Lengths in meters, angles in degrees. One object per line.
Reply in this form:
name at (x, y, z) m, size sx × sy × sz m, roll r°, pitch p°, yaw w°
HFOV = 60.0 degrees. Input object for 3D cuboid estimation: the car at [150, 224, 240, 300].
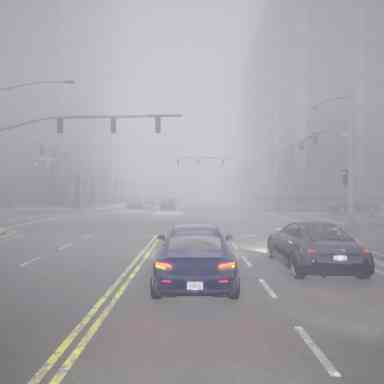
car at (0.078, 1.526, 8.293) m, size 1.812 × 1.442 × 4.674 m, roll 0°, pitch 0°, yaw 1°

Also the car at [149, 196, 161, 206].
car at (-6.956, 1.546, 56.773) m, size 2.033 × 1.411 × 5.357 m, roll 0°, pitch 0°, yaw 0°

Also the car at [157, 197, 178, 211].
car at (-3.083, 1.600, 41.352) m, size 1.895 × 1.301 × 4.718 m, roll 0°, pitch 0°, yaw -5°

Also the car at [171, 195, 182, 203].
car at (-3.339, 1.524, 71.018) m, size 2.128 × 1.511 × 4.902 m, roll 0°, pitch 0°, yaw 0°

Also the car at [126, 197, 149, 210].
car at (-7.001, 1.563, 41.995) m, size 1.994 × 1.385 × 4.181 m, roll 0°, pitch 0°, yaw 0°

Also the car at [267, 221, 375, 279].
car at (3.594, 1.564, 10.029) m, size 1.994 × 1.385 × 4.181 m, roll 0°, pitch 0°, yaw 0°

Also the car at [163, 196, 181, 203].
car at (-3.456, 1.600, 57.193) m, size 1.895 × 1.301 × 4.718 m, roll 0°, pitch 0°, yaw 0°

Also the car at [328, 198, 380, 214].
car at (16.780, 1.422, 34.535) m, size 5.008 × 1.535 × 1.882 m, roll -1°, pitch 0°, yaw 0°
